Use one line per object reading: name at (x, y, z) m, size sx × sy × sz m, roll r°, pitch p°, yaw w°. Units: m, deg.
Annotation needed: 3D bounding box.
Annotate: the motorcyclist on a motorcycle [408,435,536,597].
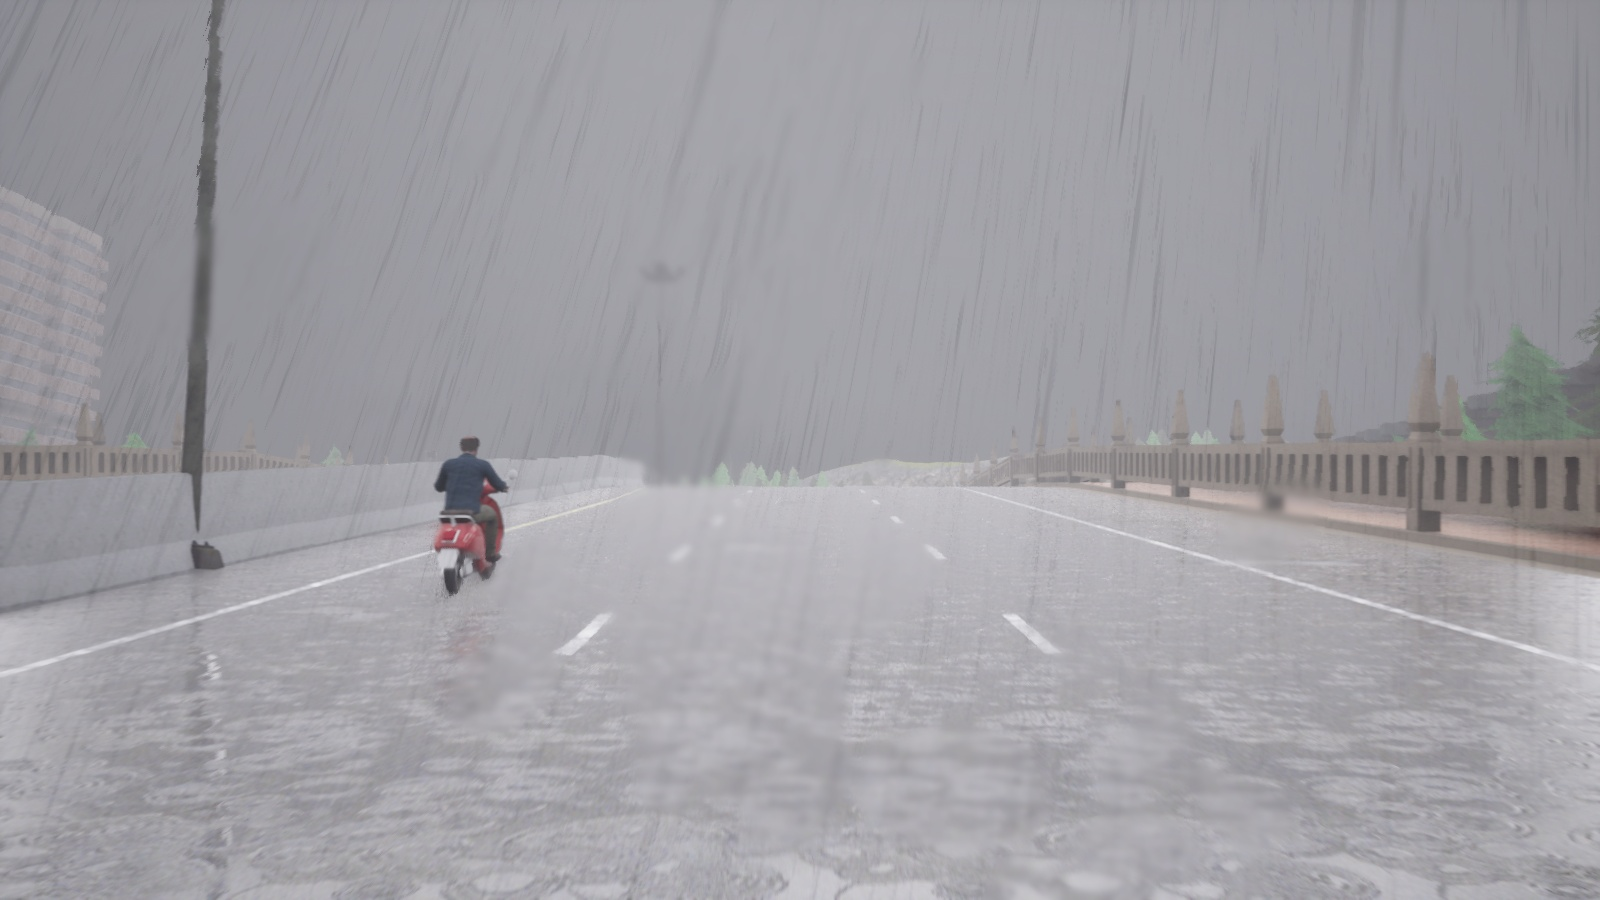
motorcyclist on a motorcycle at (-3.408, 0.645, 13.243) m, size 0.866 × 1.590 × 1.817 m, roll 0°, pitch 0°, yaw 0°
